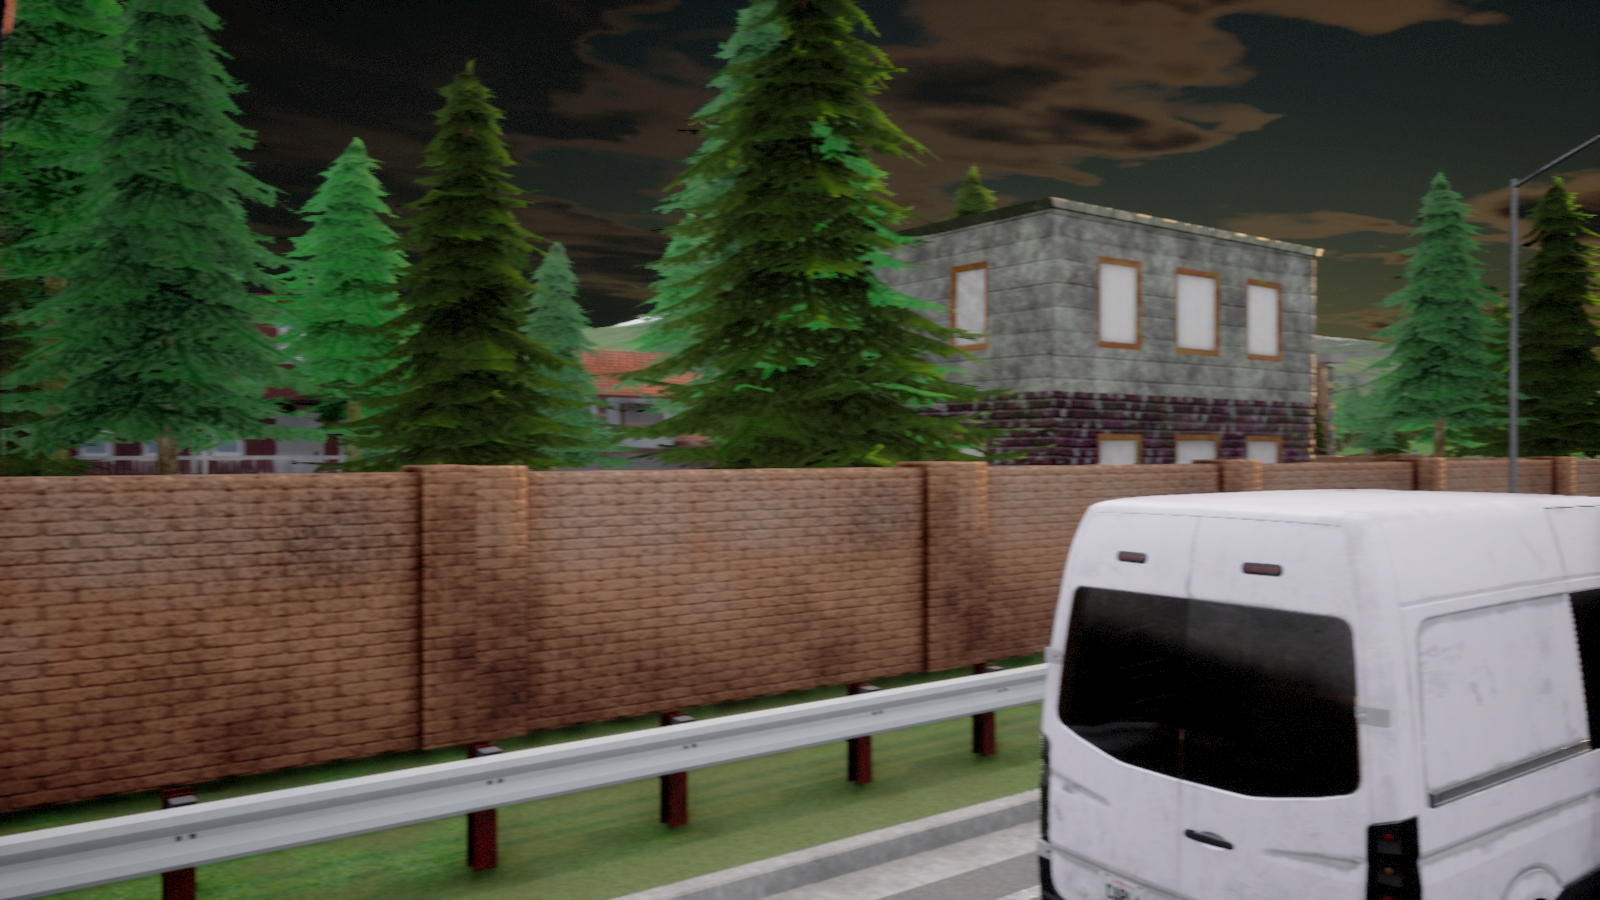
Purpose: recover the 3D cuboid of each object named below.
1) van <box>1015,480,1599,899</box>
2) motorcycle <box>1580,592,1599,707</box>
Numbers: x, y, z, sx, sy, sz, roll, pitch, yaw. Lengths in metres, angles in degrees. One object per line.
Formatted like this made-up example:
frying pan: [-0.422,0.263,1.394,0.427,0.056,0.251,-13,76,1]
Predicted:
van: [4.105,1.527,6.982,5.915,2.561,1.988,0,0,-37]
motorcycle: [9.659,2.176,12.564,2.033,1.199,0.803,0,0,-23]
